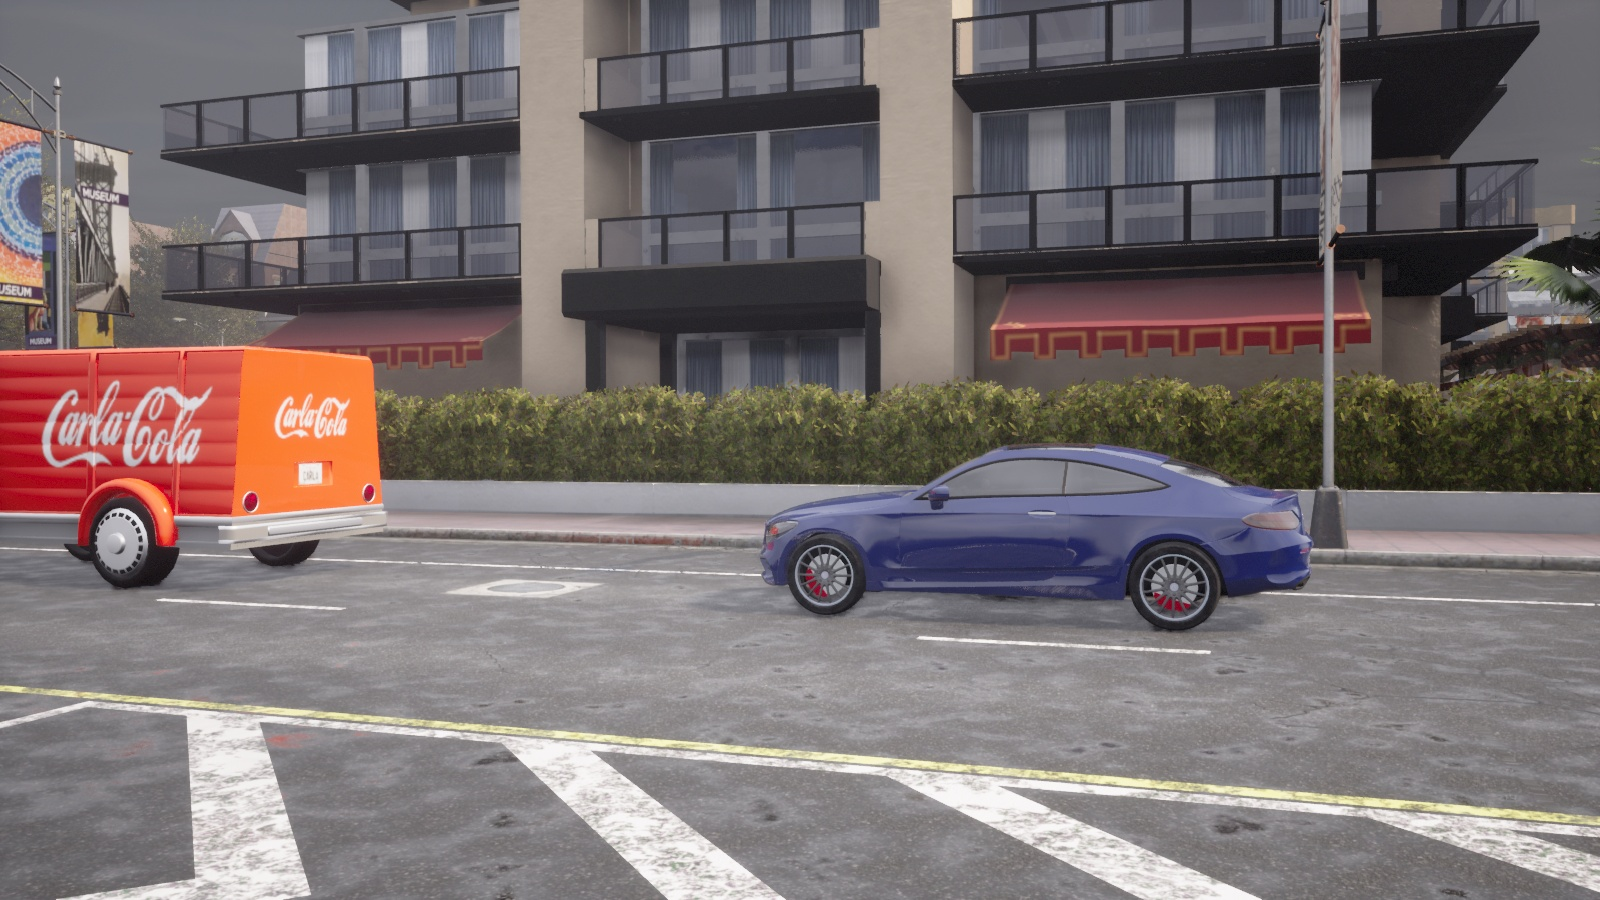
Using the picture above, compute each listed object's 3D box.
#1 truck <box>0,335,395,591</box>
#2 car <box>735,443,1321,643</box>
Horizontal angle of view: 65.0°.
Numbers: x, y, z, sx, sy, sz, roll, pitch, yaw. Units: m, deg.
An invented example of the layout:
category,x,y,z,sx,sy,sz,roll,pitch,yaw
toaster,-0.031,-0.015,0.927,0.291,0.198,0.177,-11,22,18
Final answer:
category,x,y,z,sx,sy,sz,roll,pitch,yaw
truck,-7.581,0.085,14.149,5.204,2.467,2.627,1,1,19
car,1.945,0.684,10.949,4.674,1.442,1.812,1,1,18
